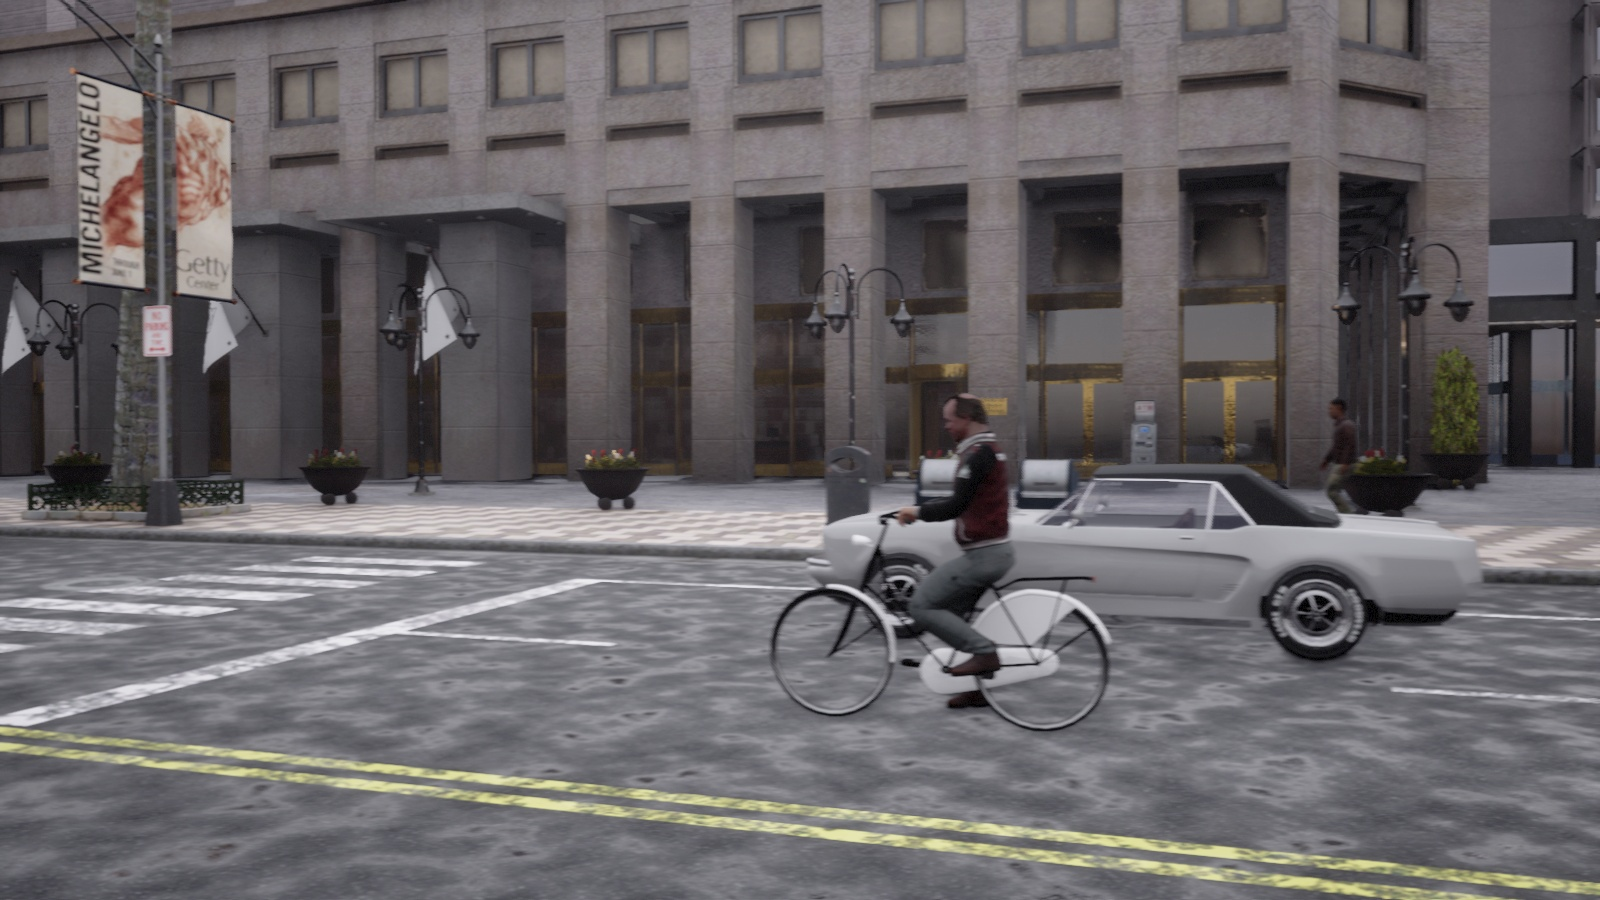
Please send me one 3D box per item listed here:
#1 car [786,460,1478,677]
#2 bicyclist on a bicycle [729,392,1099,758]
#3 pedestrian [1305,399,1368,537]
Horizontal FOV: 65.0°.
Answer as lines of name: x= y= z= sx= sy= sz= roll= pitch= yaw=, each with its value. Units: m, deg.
car: x=2.438 y=0.780 z=9.750 sx=4.718 sy=1.301 sz=1.895 roll=1 pitch=1 yaw=19
bicyclist on a bicycle: x=0.606 y=0.592 z=6.690 sx=1.843 sy=1.776 sz=0.659 roll=1 pitch=1 yaw=19
pedestrian: x=7.282 y=0.237 z=17.073 sx=0.703 sy=1.840 sz=0.431 roll=0 pitch=1 yaw=12
